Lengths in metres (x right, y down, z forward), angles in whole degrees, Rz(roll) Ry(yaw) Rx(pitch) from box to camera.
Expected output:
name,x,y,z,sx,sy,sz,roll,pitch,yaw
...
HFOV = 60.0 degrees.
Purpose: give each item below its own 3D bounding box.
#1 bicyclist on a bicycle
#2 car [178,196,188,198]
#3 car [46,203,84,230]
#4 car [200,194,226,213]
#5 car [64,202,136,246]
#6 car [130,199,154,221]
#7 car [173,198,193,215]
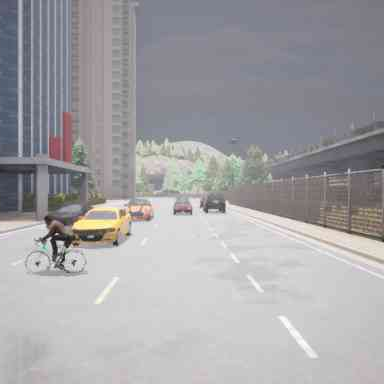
name,x,y,z,sx,sy,sz,roll,pitch,yaw
bicyclist on a bicycle,-3.711,1.453,9.037,1.656,1.620,0.582,-1,0,-2
car,-1.254,1.352,43.982,2.097,1.767,4.553,0,0,-2
car,-7.691,1.477,21.535,1.882,1.535,5.008,0,0,-1
car,2.439,1.221,37.076,2.150,2.045,5.566,0,0,-2
car,-4.045,1.478,15.543,1.882,1.535,5.008,0,0,-2
car,-4.313,1.351,26.934,2.097,1.767,4.553,0,0,-2
car,-0.942,1.601,34.183,1.895,1.301,4.718,0,0,-2
